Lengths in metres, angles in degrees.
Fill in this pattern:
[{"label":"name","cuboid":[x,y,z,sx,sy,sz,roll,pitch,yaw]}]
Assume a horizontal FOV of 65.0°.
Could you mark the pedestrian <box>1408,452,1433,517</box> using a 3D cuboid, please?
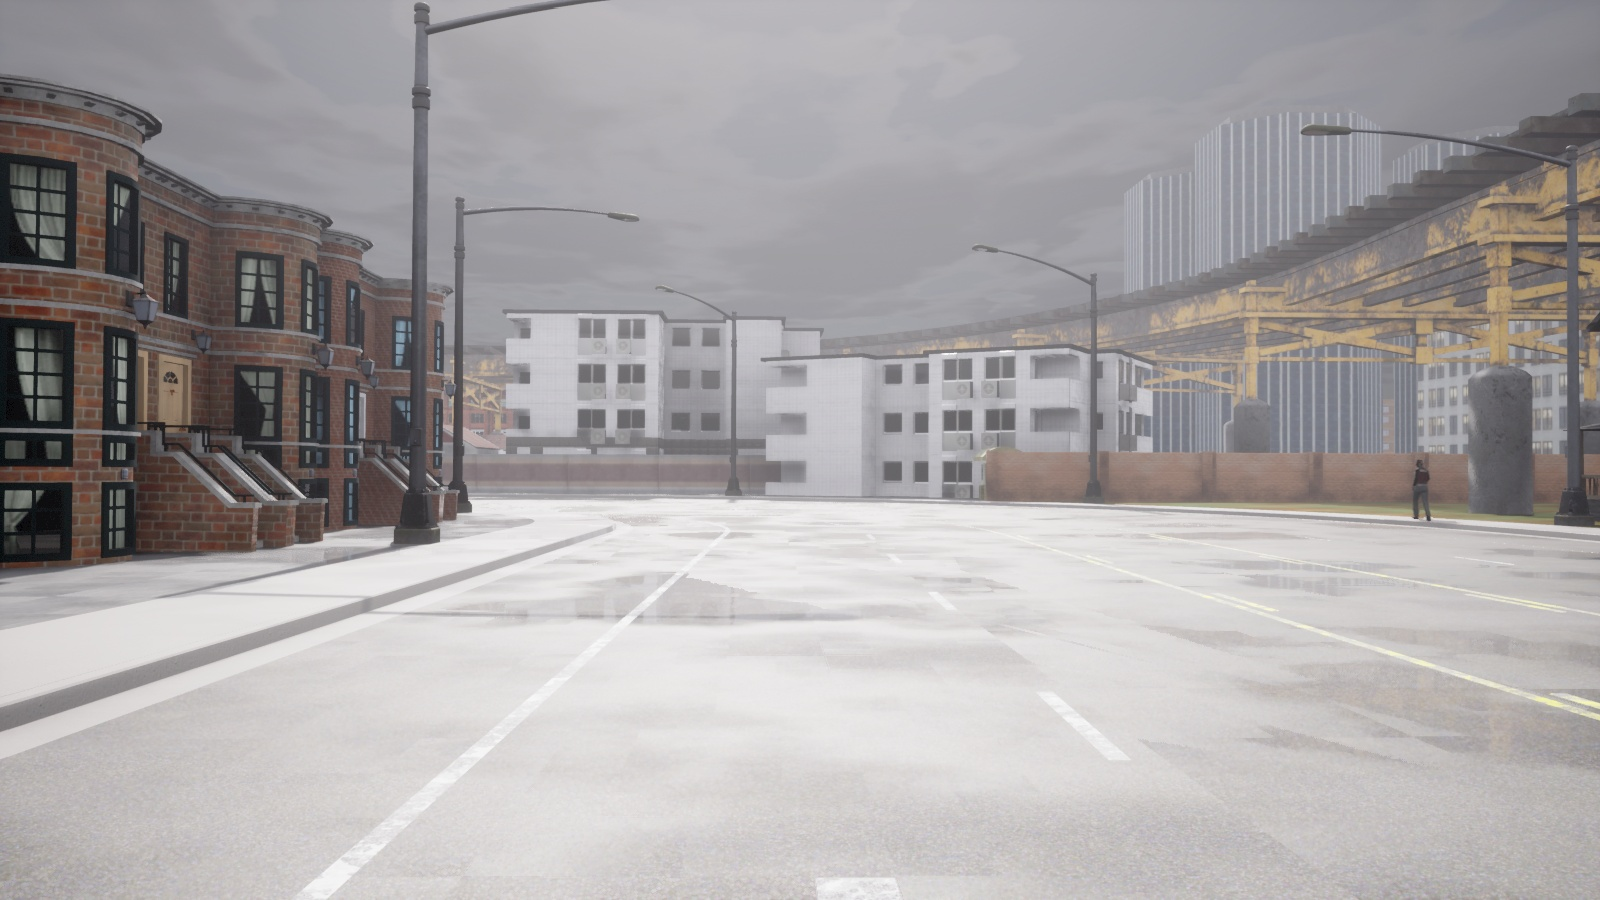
[{"label":"pedestrian","cuboid":[18.517,1.024,37.500,0.402,1.930,0.666,0,-1,0]}]
